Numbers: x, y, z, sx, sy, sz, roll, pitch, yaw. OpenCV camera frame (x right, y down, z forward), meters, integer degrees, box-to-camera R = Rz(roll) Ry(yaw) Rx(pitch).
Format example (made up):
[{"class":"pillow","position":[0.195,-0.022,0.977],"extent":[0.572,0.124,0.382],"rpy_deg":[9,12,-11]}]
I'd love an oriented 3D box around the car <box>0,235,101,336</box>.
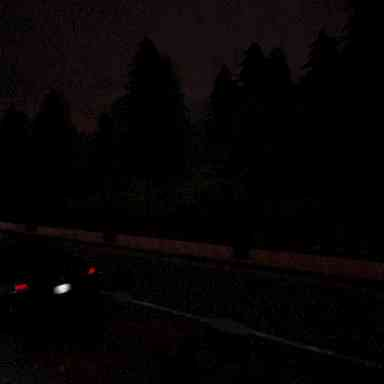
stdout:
[{"class":"car","position":[-3.765,1.568,6.655],"extent":[4.181,1.385,1.994],"rpy_deg":[0,0,36]}]
